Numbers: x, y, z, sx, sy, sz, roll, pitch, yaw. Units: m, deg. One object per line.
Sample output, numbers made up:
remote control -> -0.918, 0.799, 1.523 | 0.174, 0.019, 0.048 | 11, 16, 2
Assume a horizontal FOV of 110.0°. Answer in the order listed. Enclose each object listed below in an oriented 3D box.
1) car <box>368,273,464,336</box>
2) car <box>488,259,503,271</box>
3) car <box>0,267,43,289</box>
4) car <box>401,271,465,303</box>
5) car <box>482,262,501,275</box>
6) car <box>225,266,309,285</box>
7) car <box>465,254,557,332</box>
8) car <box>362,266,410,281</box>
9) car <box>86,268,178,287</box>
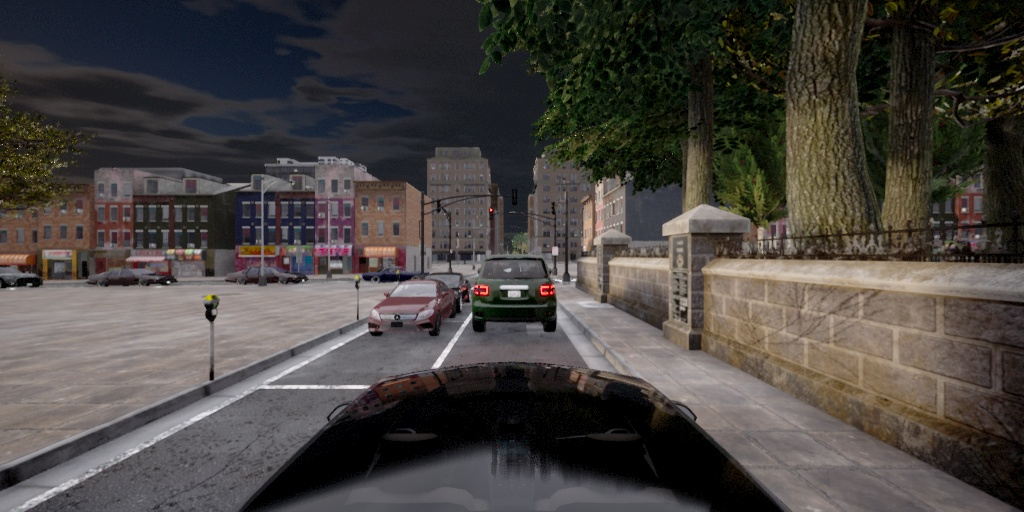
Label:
car -> -2.632, 1.330, 10.296 | 1.802, 1.307, 4.207 | 0, 0, 0
car -> -2.258, 1.207, 51.157 | 1.882, 1.535, 5.008 | 0, 0, 0
car -> -38.333, 1.593, 26.821 | 4.553, 1.767, 2.097 | -1, 0, 0
car -> -2.629, 1.313, 13.958 | 1.948, 1.339, 4.313 | 0, 0, 0
car -> -2.252, 1.335, 40.744 | 1.895, 1.301, 4.718 | 0, 0, 0
car -> -18.300, 1.478, 26.855 | 5.357, 1.411, 2.033 | -1, 0, 0
car -> 0.082, 0.969, 10.973 | 2.150, 2.045, 5.566 | 0, 0, 1
car -> -8.539, 1.421, 26.881 | 4.718, 1.301, 1.895 | -1, 0, 0
car -> -28.374, 1.619, 26.828 | 5.357, 1.411, 2.033 | -1, 0, 0
